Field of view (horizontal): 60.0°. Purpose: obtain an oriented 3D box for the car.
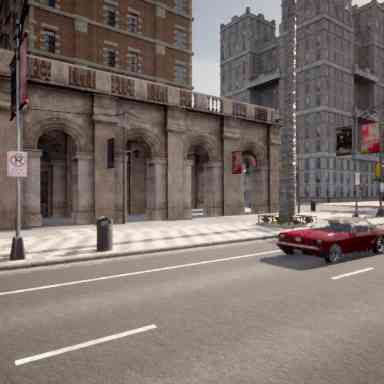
[{"bbox_3d":[5.207,1.601,11.972,4.718,1.301,1.895,0,0,-35],"label":"car"}]
